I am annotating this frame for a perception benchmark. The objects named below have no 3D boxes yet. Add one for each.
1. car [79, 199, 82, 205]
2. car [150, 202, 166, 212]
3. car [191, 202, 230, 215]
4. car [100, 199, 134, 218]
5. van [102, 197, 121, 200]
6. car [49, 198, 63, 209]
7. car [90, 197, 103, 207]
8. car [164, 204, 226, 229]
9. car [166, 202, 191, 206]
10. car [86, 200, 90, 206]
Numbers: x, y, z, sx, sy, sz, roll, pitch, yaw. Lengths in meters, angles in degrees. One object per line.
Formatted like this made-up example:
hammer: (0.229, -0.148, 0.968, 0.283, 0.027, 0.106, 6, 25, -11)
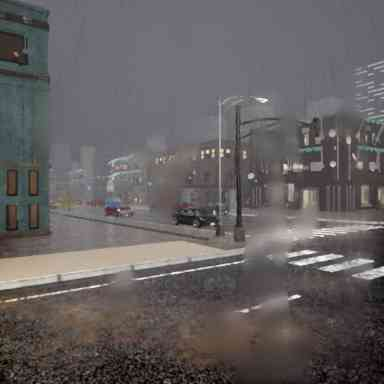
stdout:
car: (-26.556, 2.361, 76.507, 1.947, 1.339, 4.313, -1, 0, -35)
car: (-4.161, 1.963, 44.887, 1.802, 1.307, 4.206, -2, 0, -35)
car: (2.235, 1.806, 35.853, 2.008, 1.369, 4.403, -2, 0, -35)
car: (-7.804, 1.844, 35.525, 1.967, 1.590, 4.097, -1, 0, -35)
van: (-13.765, 1.904, 58.438, 1.690, 1.788, 3.998, -1, 0, -35)
car: (-23.699, 2.231, 57.971, 1.752, 1.417, 4.829, -1, 0, -35)
car: (-16.964, 1.937, 62.955, 2.192, 1.841, 5.009, -1, 0, -35)
car: (0.120, 1.812, 24.131, 1.947, 1.339, 4.313, -2, 0, -35)
car: (-0.963, 1.901, 40.370, 1.802, 1.307, 4.206, -2, 0, -35)
car: (-20.158, 2.224, 67.472, 1.887, 1.381, 4.507, -1, 0, -35)
